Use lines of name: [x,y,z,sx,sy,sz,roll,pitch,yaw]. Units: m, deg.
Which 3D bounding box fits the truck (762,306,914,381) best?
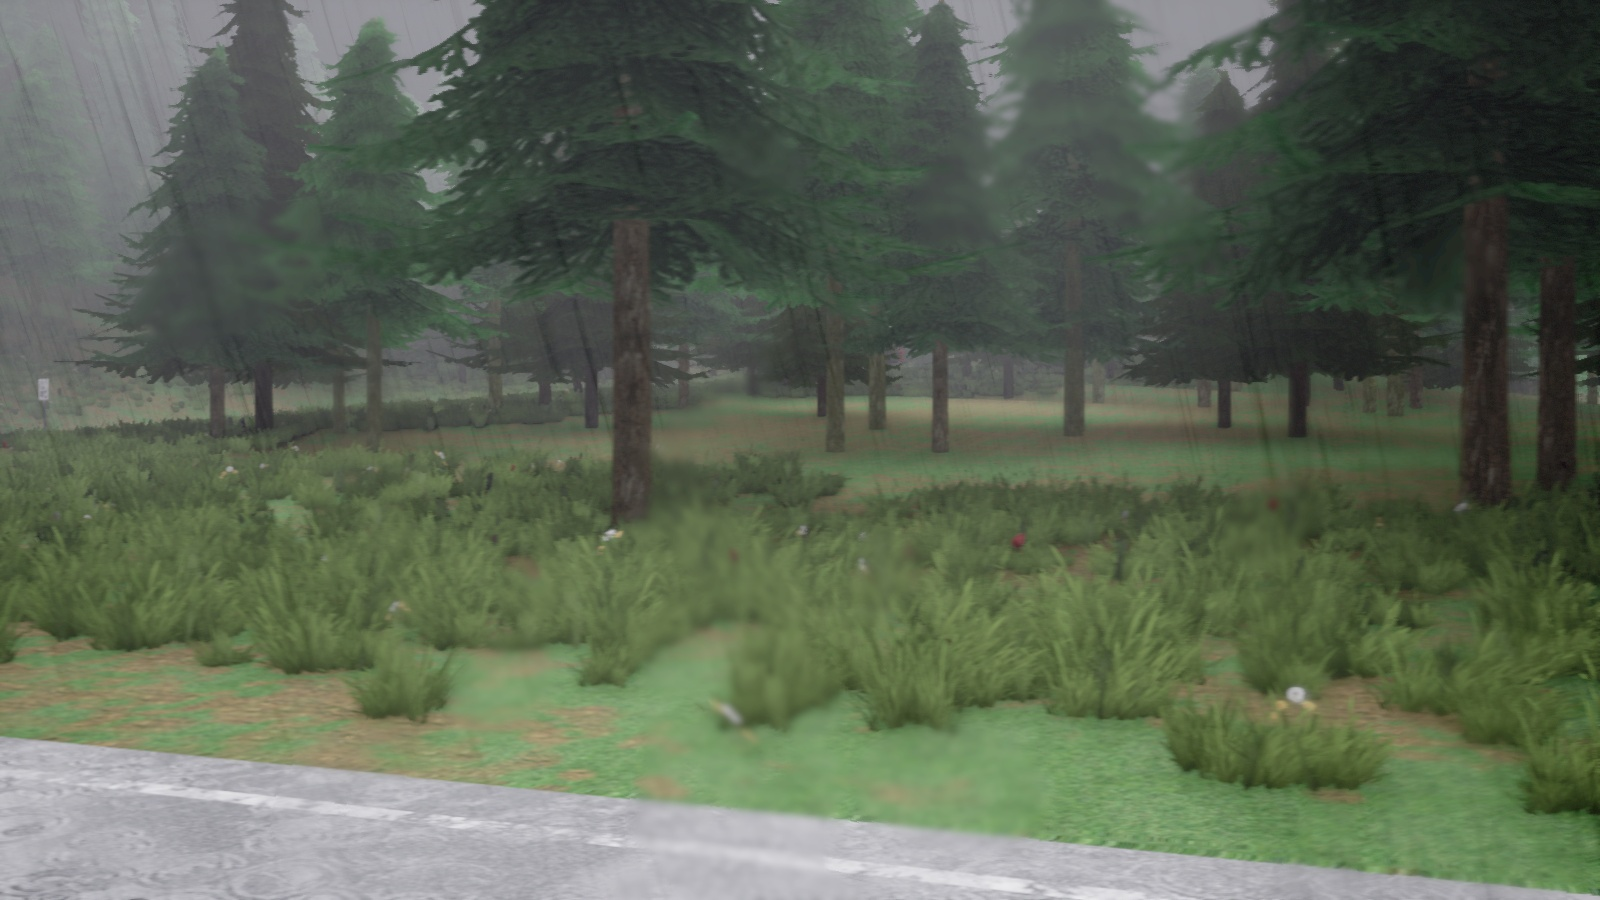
truck: [2.319,-6.450,76.118,8.468,3.827,2.891,-6,2,-18]
